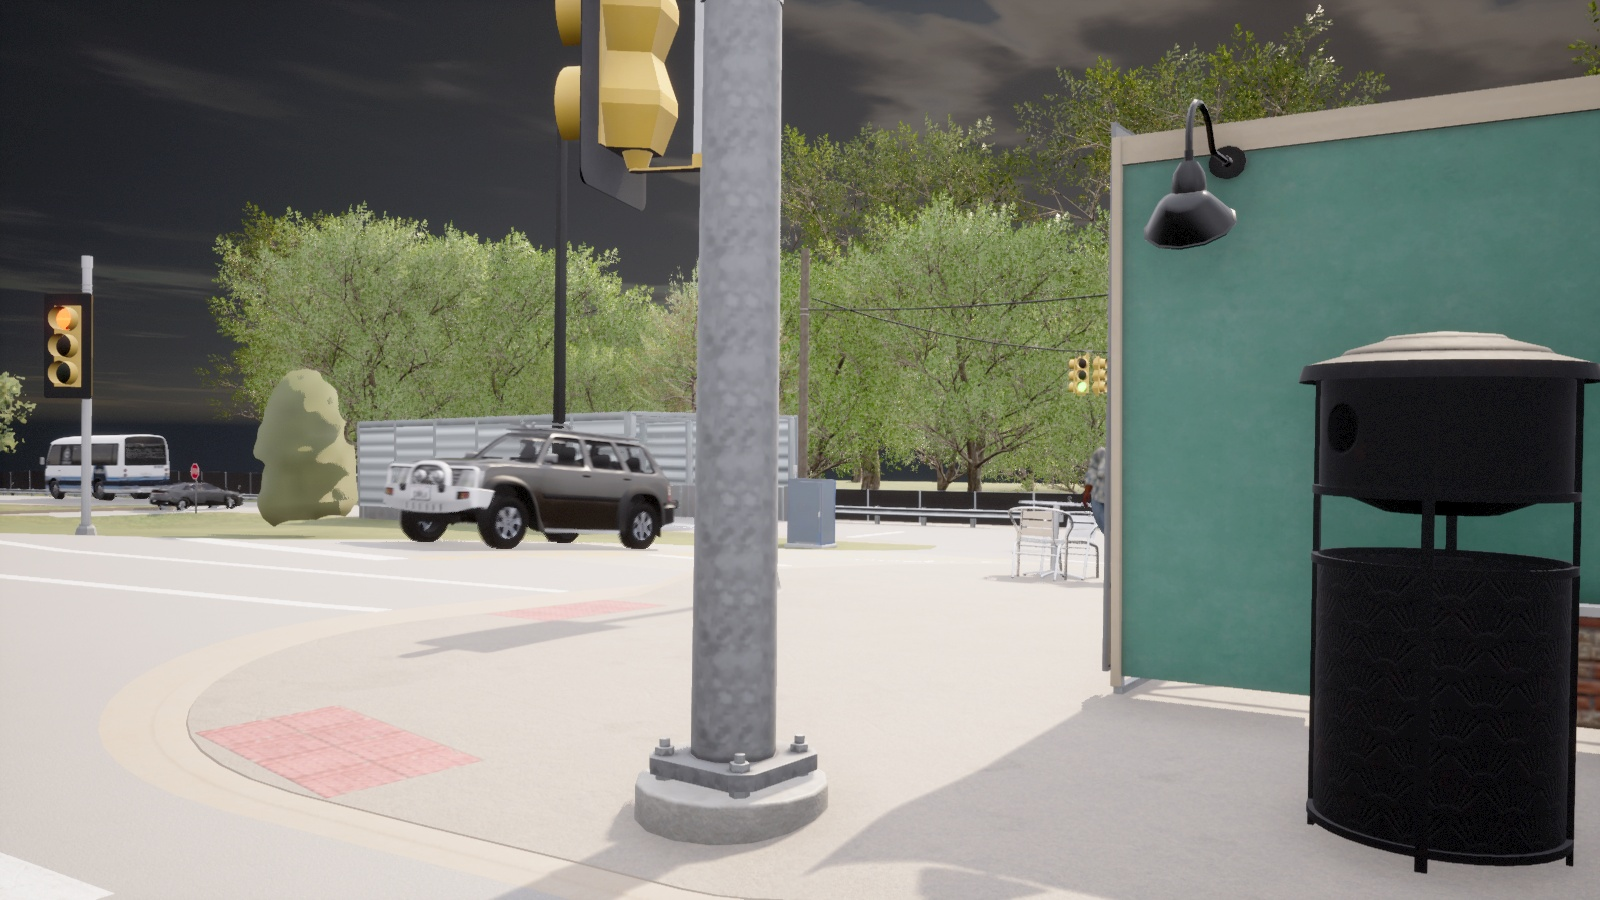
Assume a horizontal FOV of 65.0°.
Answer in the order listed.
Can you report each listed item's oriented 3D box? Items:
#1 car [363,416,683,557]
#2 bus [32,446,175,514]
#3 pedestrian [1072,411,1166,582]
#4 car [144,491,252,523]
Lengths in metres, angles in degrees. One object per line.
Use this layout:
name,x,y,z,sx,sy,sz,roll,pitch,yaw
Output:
car,-4.013,0.611,19.019,1.932,1.855,4.605,0,-3,33
bus,-46.480,2.008,83.629,10.273,4.253,3.944,-2,0,34
pedestrian,3.608,0.494,14.161,0.874,1.855,0.900,0,1,24
car,-32.378,3.041,67.676,2.128,1.511,4.902,-2,-1,31
